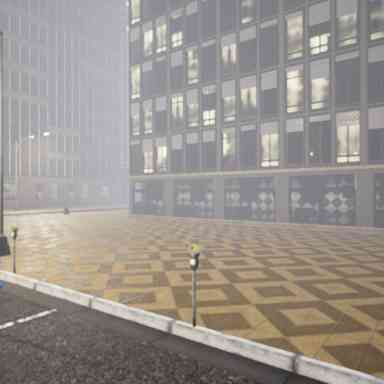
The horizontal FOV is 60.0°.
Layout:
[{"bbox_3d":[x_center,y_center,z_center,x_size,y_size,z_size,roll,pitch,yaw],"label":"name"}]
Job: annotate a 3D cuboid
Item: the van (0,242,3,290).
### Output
[{"bbox_3d":[-5.649,1.341,7.020,3.998,1.788,1.690,0,0,36],"label":"van"}]
